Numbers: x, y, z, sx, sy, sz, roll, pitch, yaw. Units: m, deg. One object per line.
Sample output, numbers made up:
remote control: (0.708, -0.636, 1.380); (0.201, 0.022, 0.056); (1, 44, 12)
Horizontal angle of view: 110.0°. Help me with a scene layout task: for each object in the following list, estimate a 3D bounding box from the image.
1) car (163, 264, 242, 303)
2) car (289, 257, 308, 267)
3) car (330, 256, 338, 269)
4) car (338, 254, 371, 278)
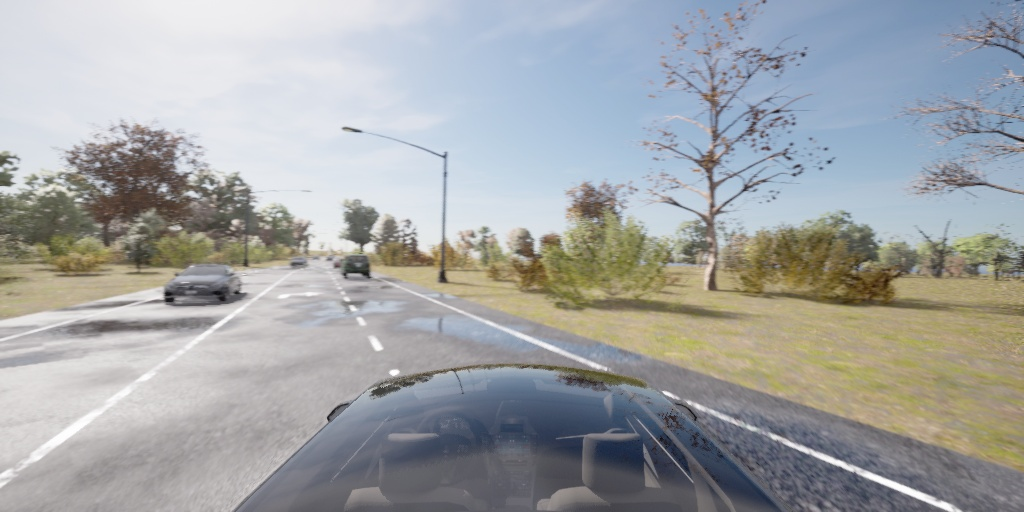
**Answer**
car: (-12.843, 1.062, 15.178); (1.812, 1.442, 4.674); (2, -1, -28)
car: (-31.113, 0.870, 52.444); (1.837, 1.490, 4.892); (2, 0, -21)
car: (-24.520, 1.100, 51.463); (1.994, 1.385, 4.181); (2, -1, -28)
car: (-13.924, 0.880, 31.899); (2.150, 2.045, 5.566); (2, -1, -28)
